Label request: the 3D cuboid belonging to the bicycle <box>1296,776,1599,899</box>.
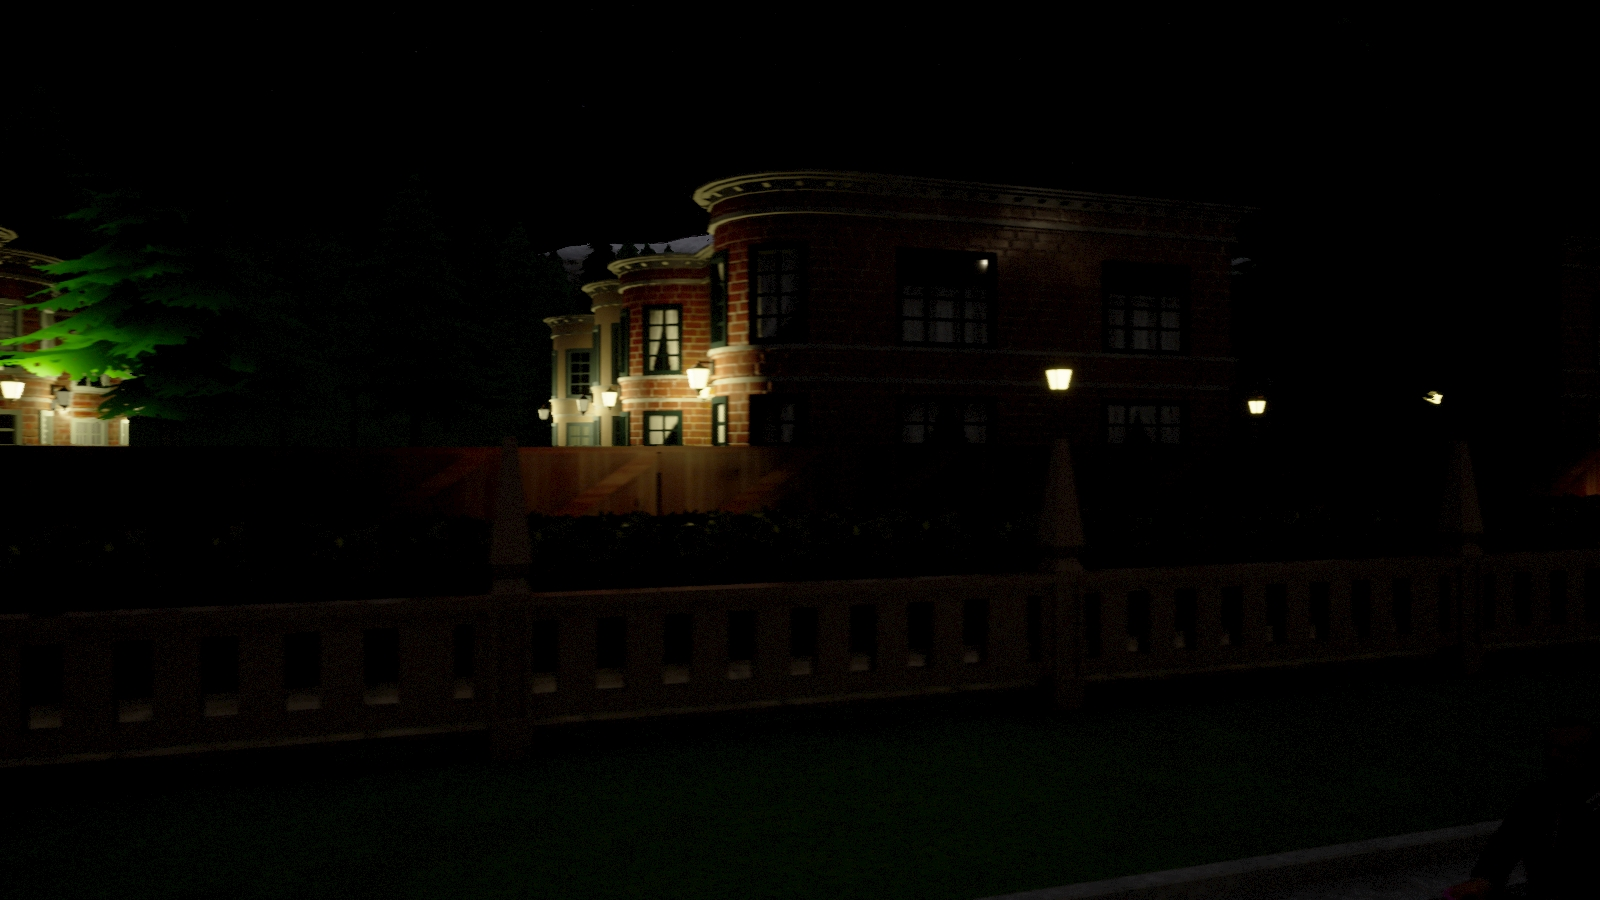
[{"bbox_3d":[2.700,2.061,4.273,1.835,1.471,0.329,0,0,-20],"label":"bicycle"}]
